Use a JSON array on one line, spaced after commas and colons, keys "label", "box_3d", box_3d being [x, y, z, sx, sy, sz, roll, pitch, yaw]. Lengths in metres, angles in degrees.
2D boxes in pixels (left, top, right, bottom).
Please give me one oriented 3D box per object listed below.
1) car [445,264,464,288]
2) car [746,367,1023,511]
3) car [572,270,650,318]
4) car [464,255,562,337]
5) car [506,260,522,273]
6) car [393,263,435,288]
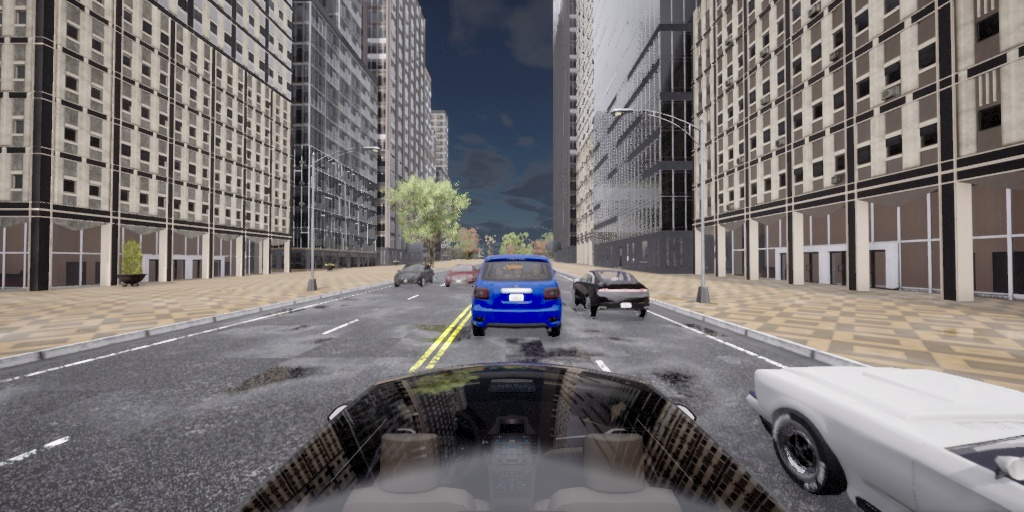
[{"label": "car", "box_3d": [-3.243, 1.283, 24.150, 1.812, 1.442, 4.674, 0, 0, 0]}, {"label": "car", "box_3d": [3.349, 1.351, 1.548, 1.895, 1.301, 4.718, 0, 0, 0]}, {"label": "car", "box_3d": [3.402, 1.246, 13.086, 2.128, 1.511, 4.902, 0, 0, 0]}, {"label": "car", "box_3d": [0.136, 0.977, 10.407, 2.150, 2.045, 5.566, 0, 0, 1]}, {"label": "car", "box_3d": [0.302, 1.242, 44.571, 1.882, 1.535, 5.008, 0, 0, 0]}, {"label": "car", "box_3d": [-6.492, 1.262, 24.280, 1.837, 1.490, 4.892, 0, 0, 0]}]
